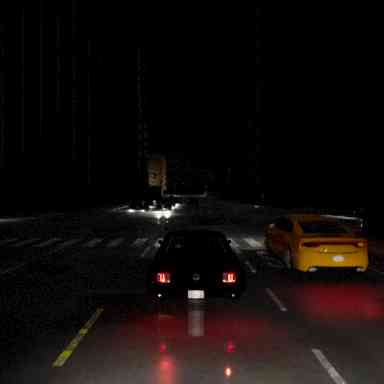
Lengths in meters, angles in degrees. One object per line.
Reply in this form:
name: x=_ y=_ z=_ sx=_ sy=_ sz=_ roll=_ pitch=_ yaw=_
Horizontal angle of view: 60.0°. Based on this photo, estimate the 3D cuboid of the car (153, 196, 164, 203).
car: x=-6.972 y=1.600 z=69.238 sx=1.895 sy=1.301 sz=4.718 roll=0 pitch=0 yaw=0

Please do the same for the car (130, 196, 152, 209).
car: x=-7.065 y=1.352 z=44.977 sx=2.097 sy=1.767 sz=4.553 roll=0 pitch=0 yaw=0

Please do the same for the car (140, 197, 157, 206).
car: x=-7.063 y=1.547 z=54.450 sx=2.033 sy=1.411 sz=5.357 roll=0 pitch=0 yaw=0

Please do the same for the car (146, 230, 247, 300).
car: x=0.068 y=1.601 z=8.357 sx=1.895 sy=1.301 sz=4.718 roll=0 pitch=0 yaw=0

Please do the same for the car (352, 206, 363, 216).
car: x=16.266 y=1.470 z=28.578 sx=4.674 sy=1.442 sz=1.812 roll=0 pitch=0 yaw=-1

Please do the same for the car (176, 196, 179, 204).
car: x=-3.563 y=1.564 z=51.808 sx=1.994 sy=1.385 sz=4.181 roll=0 pitch=0 yaw=0

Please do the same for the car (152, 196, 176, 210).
car: x=-3.566 y=1.491 z=42.888 sx=2.128 sy=1.511 sz=4.902 roll=0 pitch=0 yaw=-1

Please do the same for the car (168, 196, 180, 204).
car: x=-3.514 y=1.492 z=65.058 sx=2.128 sy=1.511 sz=4.902 roll=0 pitch=0 yaw=1

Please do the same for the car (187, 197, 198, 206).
car: x=0.122 y=1.547 z=54.021 sx=2.033 sy=1.411 sz=5.357 roll=0 pitch=0 yaw=0

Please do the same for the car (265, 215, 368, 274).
car: x=3.651 y=1.477 z=10.649 sx=1.882 sy=1.535 sz=5.008 roll=0 pitch=0 yaw=1
